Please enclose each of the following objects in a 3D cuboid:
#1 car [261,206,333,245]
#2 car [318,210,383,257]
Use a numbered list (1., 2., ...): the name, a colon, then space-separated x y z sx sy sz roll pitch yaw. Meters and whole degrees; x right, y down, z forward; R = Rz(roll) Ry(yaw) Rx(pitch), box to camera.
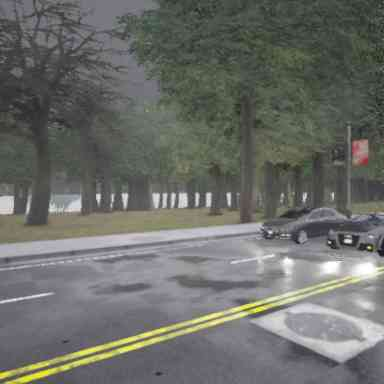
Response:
1. car: 5.281 1.456 15.462 4.892 1.490 1.837 0 0 -36
2. car: 7.042 1.516 12.726 4.181 1.385 1.994 0 0 -36
